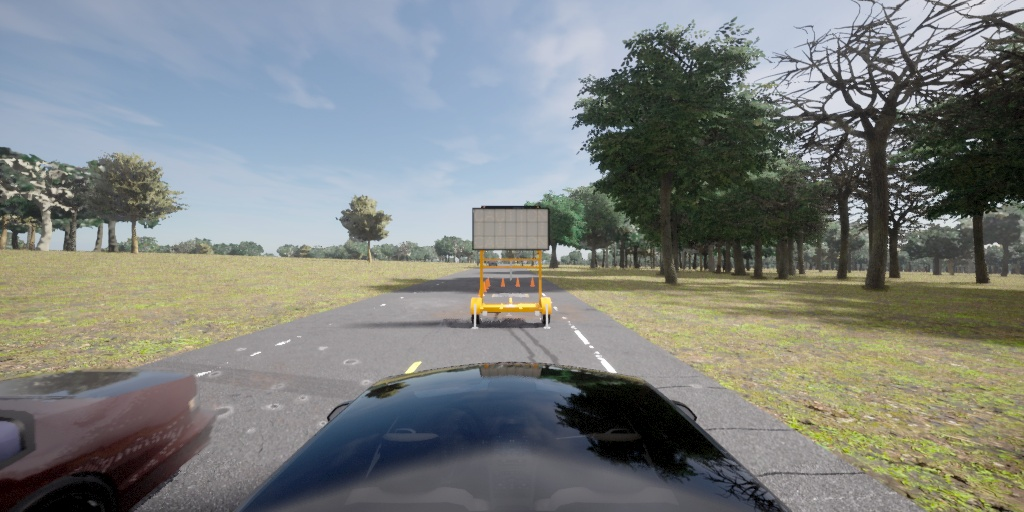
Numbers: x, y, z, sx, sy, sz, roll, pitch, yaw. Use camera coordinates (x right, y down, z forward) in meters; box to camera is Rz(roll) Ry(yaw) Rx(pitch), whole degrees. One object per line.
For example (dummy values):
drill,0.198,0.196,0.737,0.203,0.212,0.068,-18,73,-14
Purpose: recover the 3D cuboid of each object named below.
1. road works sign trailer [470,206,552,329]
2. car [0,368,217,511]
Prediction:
road works sign trailer,-0.036,0.226,11.298,2.380,3.560,2.880,0,0,0
car,-3.500,1.297,0.709,2.033,1.411,5.357,0,0,0
